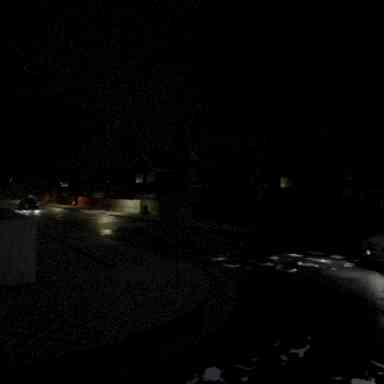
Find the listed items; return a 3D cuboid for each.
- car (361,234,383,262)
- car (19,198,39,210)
[{"bbox_3d":[7.899,1.639,10.531,4.674,1.442,1.812,0,2,-1],"label":"car"},{"bbox_3d":[-21.917,1.582,44.583,1.837,1.490,4.892,0,0,-35],"label":"car"}]
